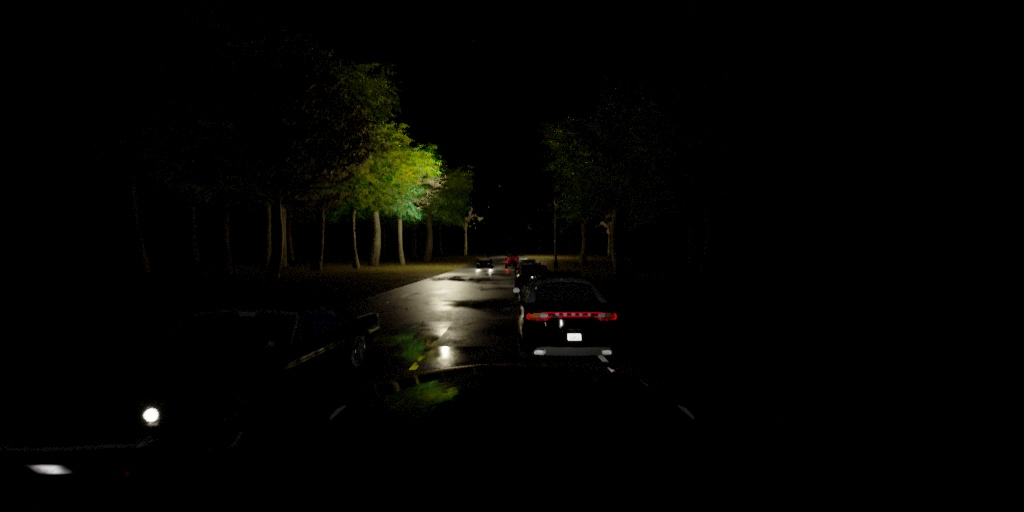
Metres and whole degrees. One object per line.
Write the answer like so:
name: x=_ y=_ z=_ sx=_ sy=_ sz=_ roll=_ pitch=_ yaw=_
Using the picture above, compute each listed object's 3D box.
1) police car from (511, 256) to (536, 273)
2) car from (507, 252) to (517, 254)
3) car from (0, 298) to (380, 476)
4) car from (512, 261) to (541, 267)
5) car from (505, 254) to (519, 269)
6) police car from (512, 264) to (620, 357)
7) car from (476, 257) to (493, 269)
police car: x=1.065 y=1.050 z=24.645 sx=1.930 sy=1.638 sz=5.238 roll=0 pitch=1 yaw=0
car: x=0.034 y=0.244 z=60.138 sx=2.150 sy=2.045 sz=5.566 roll=0 pitch=2 yaw=0
car: x=-3.595 y=1.345 z=4.994 sx=1.895 sy=1.301 sz=4.718 roll=0 pitch=0 yaw=0
car: x=1.061 y=1.186 z=18.534 sx=1.837 sy=1.490 sz=4.892 roll=0 pitch=0 yaw=0
car: x=0.058 y=0.863 z=47.253 sx=1.812 sy=1.442 sz=4.674 roll=0 pitch=1 yaw=1
police car: x=1.056 y=1.161 z=8.645 sx=1.930 sy=1.638 sz=5.238 roll=0 pitch=0 yaw=0
car: x=-3.566 y=0.817 z=47.163 sx=1.882 sy=1.535 sz=5.008 roll=0 pitch=1 yaw=0
